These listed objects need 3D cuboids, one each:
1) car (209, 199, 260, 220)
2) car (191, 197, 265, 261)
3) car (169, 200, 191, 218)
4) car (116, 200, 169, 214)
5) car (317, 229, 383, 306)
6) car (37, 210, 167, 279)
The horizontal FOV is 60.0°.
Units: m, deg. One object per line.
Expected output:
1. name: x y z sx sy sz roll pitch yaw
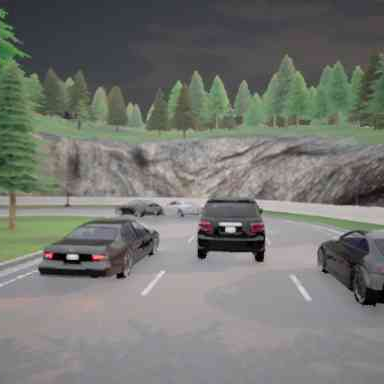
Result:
1. car: 3.532 1.452 28.621 1.837 1.490 4.892 2 -1 -27
2. car: 1.443 1.196 12.360 2.150 2.045 5.566 0 0 7
3. car: -1.144 1.435 29.427 1.812 1.442 4.674 1 0 -40
4. car: -4.545 1.379 27.778 2.128 1.511 4.902 1 0 -44
5. car: 4.433 1.576 7.933 1.994 1.385 4.181 0 0 7
6. car: -2.377 1.502 9.949 2.033 1.411 5.357 0 0 7
